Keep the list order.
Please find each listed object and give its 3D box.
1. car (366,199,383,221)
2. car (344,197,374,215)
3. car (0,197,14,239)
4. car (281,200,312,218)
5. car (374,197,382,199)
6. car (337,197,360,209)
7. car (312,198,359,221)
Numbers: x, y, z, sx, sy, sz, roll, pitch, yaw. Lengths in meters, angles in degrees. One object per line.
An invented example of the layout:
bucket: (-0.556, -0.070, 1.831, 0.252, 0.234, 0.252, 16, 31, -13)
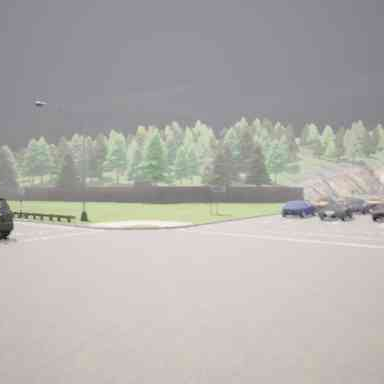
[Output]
car: (15.580, 1.549, 26.387, 2.033, 1.411, 5.357, 0, 0, 36)
car: (17.213, 1.507, 34.562, 1.837, 1.490, 4.892, 0, 0, 36)
car: (-10.755, 1.224, 15.958, 5.566, 2.045, 2.150, 0, 0, 35)
car: (9.734, 1.480, 30.236, 1.882, 1.535, 5.008, 0, 0, 36)
car: (24.526, 1.481, 44.574, 1.882, 1.535, 5.008, 0, 0, 37)
car: (22.447, 1.494, 47.646, 2.128, 1.511, 4.902, 0, 0, 36)
car: (11.795, 1.494, 27.145, 2.128, 1.511, 4.902, 0, 0, 36)
